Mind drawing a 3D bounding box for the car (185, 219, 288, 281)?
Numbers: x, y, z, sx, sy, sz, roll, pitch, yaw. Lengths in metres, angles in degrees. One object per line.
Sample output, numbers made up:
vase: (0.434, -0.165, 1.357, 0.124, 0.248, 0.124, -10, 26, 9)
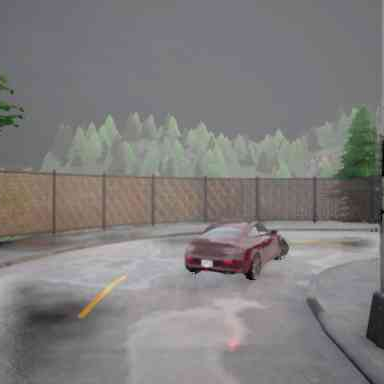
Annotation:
car: (1.442, 1.533, 9.973, 1.812, 1.442, 4.674, 0, 0, 28)
